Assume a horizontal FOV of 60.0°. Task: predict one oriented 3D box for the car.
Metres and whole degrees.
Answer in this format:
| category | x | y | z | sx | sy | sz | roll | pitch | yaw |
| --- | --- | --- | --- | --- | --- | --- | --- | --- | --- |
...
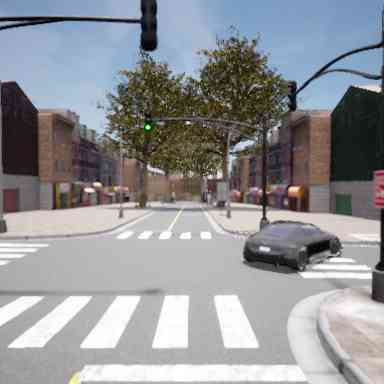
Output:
| category | x | y | z | sx | sy | sz | roll | pitch | yaw |
| --- | --- | --- | --- | --- | --- | --- | --- | --- | --- |
| car | 3.634 | 1.706 | 11.764 | 1.994 | 1.385 | 4.181 | 1 | 2 | 43 |
